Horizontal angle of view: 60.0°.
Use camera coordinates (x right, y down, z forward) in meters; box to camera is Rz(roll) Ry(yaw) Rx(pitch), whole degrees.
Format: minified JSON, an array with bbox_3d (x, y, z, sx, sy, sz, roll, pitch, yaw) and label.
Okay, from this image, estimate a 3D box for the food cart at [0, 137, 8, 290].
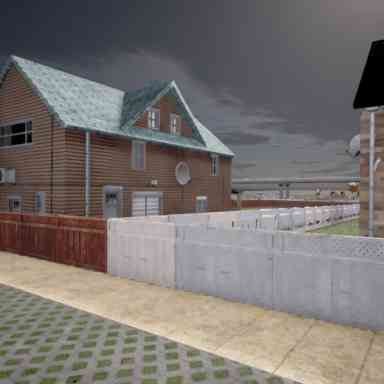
[{"bbox_3d":[-6.932,0.463,8.266,4.660,3.560,2.280,1,0,36],"label":"food cart"}]
